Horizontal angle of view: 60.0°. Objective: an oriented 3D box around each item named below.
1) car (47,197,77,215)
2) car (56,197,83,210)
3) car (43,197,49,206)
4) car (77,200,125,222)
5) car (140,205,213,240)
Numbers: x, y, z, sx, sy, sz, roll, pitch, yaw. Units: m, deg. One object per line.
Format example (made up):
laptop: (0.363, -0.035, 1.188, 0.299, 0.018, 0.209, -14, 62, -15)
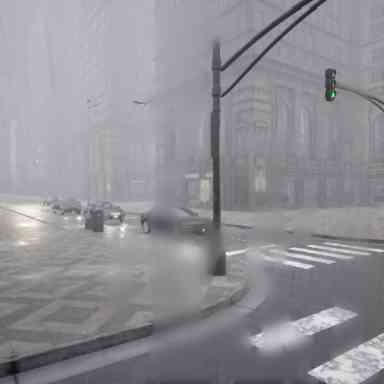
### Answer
car: (-12.954, 1.518, 34.131, 2.033, 1.411, 5.357, 0, 0, -35)
car: (-16.342, 1.489, 44.301, 2.033, 1.411, 5.357, 0, 0, -35)
car: (-21.983, 1.446, 52.116, 1.812, 1.442, 4.674, 0, 0, -35)
car: (-6.807, 1.480, 25.499, 2.128, 1.511, 4.902, 0, 0, -36)
car: (-0.894, 1.470, 17.211, 1.882, 1.535, 5.008, 0, 0, -36)
